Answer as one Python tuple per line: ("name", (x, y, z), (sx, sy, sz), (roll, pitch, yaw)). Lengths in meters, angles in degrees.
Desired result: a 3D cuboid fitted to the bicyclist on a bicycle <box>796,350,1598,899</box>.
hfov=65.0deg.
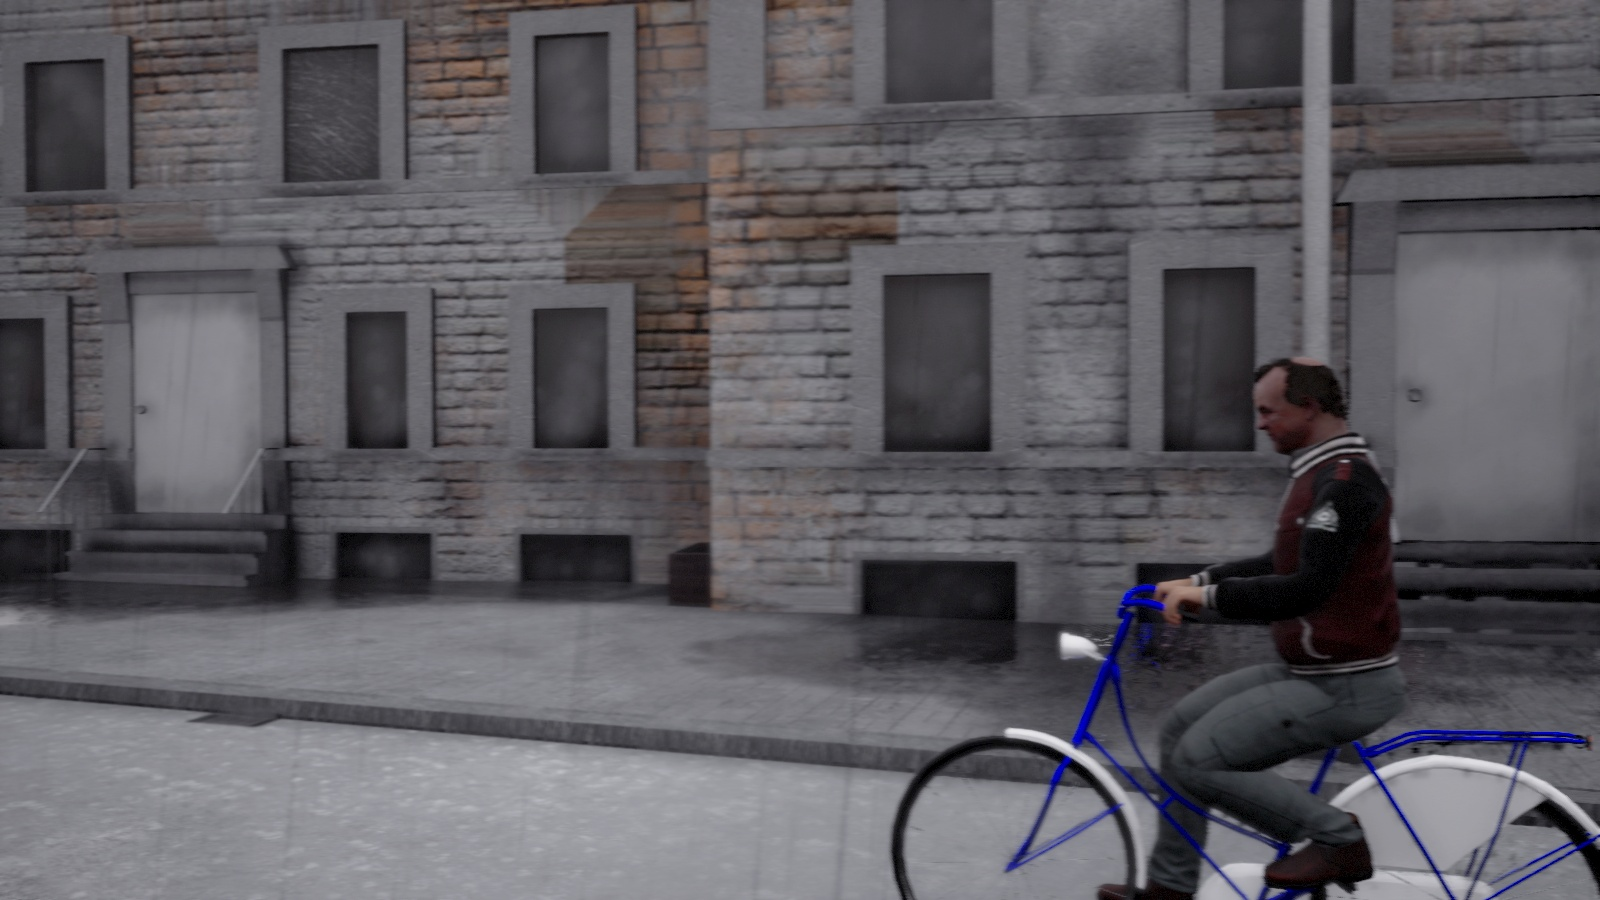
("bicyclist on a bicycle", (0.976, 0.646, 3.387), (1.843, 1.776, 0.659), (1, 1, 19))
